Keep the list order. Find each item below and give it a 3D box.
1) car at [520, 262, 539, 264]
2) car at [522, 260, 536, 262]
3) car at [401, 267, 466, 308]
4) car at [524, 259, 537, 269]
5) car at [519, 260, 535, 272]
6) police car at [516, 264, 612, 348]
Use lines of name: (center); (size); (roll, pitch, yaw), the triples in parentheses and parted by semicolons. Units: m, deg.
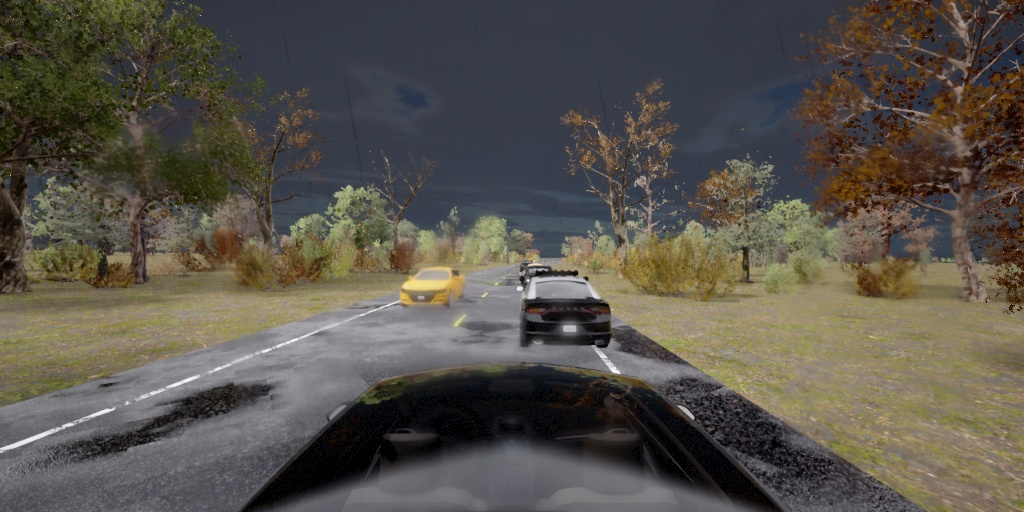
car: (1.427, 1.263, 19.229); (1.837, 1.490, 4.892); (0, 0, 2)
car: (1.679, 1.218, 25.387); (1.801, 1.575, 5.366); (0, 0, 3)
car: (-3.207, 1.233, 15.433); (1.882, 1.535, 5.008); (0, 0, 2)
car: (3.220, 1.365, 60.738); (1.882, 1.535, 5.008); (0, 0, 6)
car: (2.097, 1.331, 47.880); (1.837, 1.490, 4.892); (0, 0, 5)
police car: (1.150, 1.177, 9.387); (1.930, 1.638, 5.238); (0, 0, 1)
